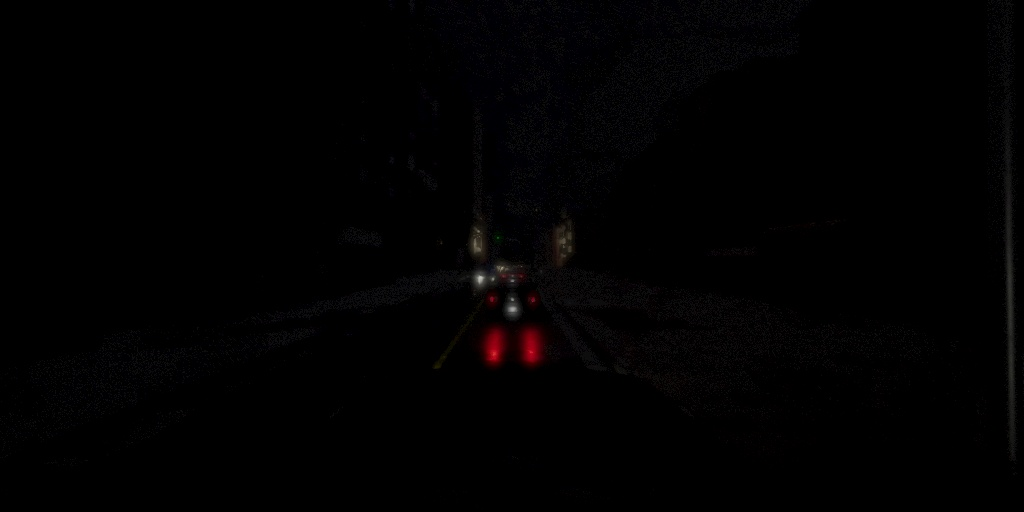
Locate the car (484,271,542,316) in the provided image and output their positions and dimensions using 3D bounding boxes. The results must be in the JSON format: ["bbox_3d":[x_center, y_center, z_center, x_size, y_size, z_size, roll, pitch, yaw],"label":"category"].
[{"bbox_3d":[0.045,1.431,13.716,1.895,1.301,4.718,0,0,1],"label":"car"}]

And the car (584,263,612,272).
[{"bbox_3d":[13.242,1.797,54.992,4.313,1.339,1.948,0,0,0],"label":"car"}]

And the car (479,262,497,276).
[{"bbox_3d":[-2.784,1.493,41.923,1.882,1.535,5.008,0,-1,1],"label":"car"}]

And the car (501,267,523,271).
[{"bbox_3d":[0.053,1.530,28.708,1.895,1.301,4.718,0,0,1],"label":"car"}]
